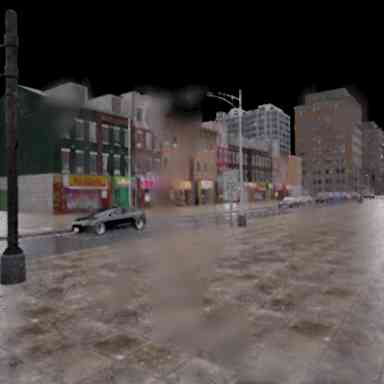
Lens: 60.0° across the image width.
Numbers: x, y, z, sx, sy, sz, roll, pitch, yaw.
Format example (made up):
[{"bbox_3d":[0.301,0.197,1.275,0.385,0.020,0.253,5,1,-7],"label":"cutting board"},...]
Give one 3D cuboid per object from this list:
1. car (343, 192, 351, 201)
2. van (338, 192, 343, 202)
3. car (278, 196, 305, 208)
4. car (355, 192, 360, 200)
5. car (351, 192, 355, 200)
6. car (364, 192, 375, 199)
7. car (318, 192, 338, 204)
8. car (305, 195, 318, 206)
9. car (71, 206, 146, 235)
[{"bbox_3d":[28.230,0.860,63.579,2.192,1.841,5.009,-1,0,35],"label":"car"},{"bbox_3d":[24.975,0.909,59.005,1.690,1.788,3.998,-1,0,35],"label":"van"},{"bbox_3d":[11.956,1.265,40.711,1.802,1.307,4.206,-1,0,35],"label":"car"},{"bbox_3d":[34.740,0.819,72.725,2.192,1.841,5.009,-1,0,35],"label":"car"},{"bbox_3d":[31.389,1.049,68.013,1.752,1.417,4.829,-1,0,35],"label":"car"},{"bbox_3d":[41.016,0.794,76.998,2.033,1.411,5.357,-1,0,35],"label":"car"},{"bbox_3d":[21.719,0.909,54.431,2.192,1.841,5.009,-1,0,35],"label":"car"},{"bbox_3d":[15.211,1.202,45.284,2.008,1.369,4.403,-1,0,35],"label":"car"},{"bbox_3d":[-4.320,1.436,17.844,1.947,1.339,4.313,-1,0,35],"label":"car"}]
